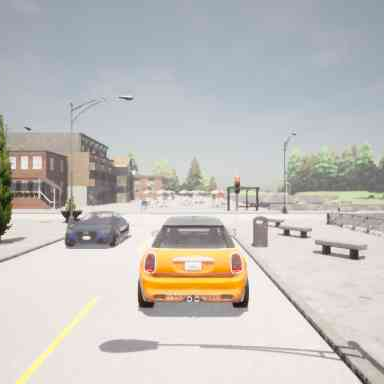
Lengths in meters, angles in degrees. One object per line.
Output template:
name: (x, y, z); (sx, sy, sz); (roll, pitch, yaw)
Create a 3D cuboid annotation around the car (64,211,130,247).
car: (-4.045, 1.564, 14.779); (1.994, 1.385, 4.181); (0, 0, 1)

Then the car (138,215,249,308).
car: (0.042, 1.352, 8.097); (2.097, 1.767, 4.553); (0, 0, 1)
